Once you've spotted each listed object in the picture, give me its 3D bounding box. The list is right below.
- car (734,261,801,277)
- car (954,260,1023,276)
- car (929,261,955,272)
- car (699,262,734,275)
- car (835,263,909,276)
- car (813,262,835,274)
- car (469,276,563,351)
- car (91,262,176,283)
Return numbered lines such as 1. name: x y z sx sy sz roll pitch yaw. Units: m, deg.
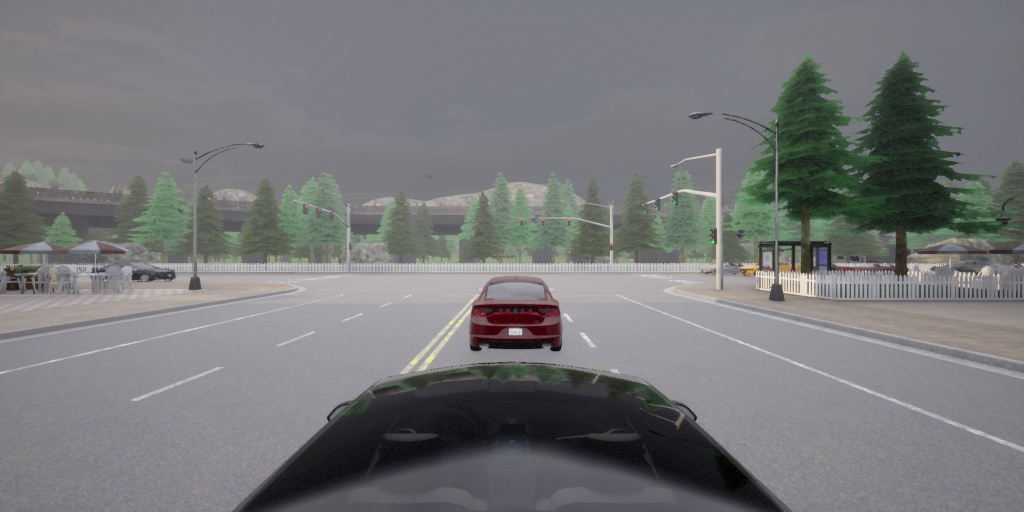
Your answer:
1. car: 23.818 1.172 33.127 5.008 1.535 1.882 0 0 1
2. car: 43.023 1.258 31.783 4.181 1.385 1.994 0 0 14
3. car: 44.325 1.197 35.113 4.892 1.490 1.837 -1 0 14
4. car: 21.882 1.295 36.659 4.718 1.301 1.895 0 0 1
5. car: 33.121 1.295 32.935 4.718 1.301 1.895 0 0 2
6. car: 31.051 1.295 36.510 4.718 1.301 1.895 0 0 2
7. car: 0.103 1.228 9.002 1.882 1.535 5.008 0 0 1
8. car: -27.584 1.172 26.262 5.008 1.535 1.882 0 0 0
